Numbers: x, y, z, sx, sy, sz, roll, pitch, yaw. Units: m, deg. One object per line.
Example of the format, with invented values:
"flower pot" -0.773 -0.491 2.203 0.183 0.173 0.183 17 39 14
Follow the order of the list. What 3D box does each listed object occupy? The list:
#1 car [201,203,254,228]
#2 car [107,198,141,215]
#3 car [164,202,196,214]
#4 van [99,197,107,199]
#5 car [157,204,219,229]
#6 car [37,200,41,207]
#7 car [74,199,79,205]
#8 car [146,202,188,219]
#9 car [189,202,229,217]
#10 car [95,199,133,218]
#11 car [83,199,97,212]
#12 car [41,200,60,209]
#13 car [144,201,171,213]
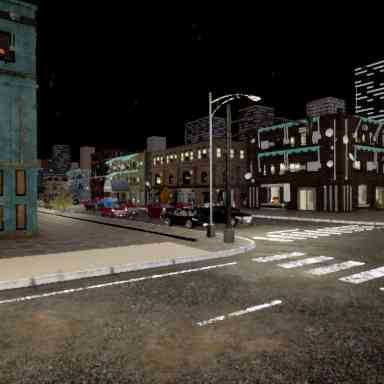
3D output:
"car" 2.451 1.735 24.506 1.812 1.442 4.674 -1 0 -37
"car" -7.821 1.764 39.002 2.097 1.767 4.553 -1 0 -35
"car" -1.464 1.904 40.023 1.802 1.307 4.206 -2 0 -35
"van" -14.270 1.907 58.087 1.690 1.788 3.998 -1 0 -35
"car" -0.377 1.815 23.783 1.947 1.339 4.313 -1 0 -35
"car" -30.703 2.376 66.790 2.008 1.369 4.403 -1 0 -35
"car" -27.066 2.364 76.152 1.947 1.339 4.313 -1 0 -35
"car" -2.662 1.875 31.719 1.994 1.385 4.181 -1 0 -35
"car" 1.736 1.810 35.506 2.008 1.369 4.403 -2 0 -35
"car" -8.304 1.846 35.175 1.967 1.590 4.097 -1 0 -35
"car" -13.804 2.075 47.506 2.033 1.411 5.357 -1 0 -35
"car" -24.204 2.233 57.618 1.752 1.417 4.829 -1 0 -35
"car" -4.663 1.966 44.539 1.802 1.307 4.206 -1 0 -35
